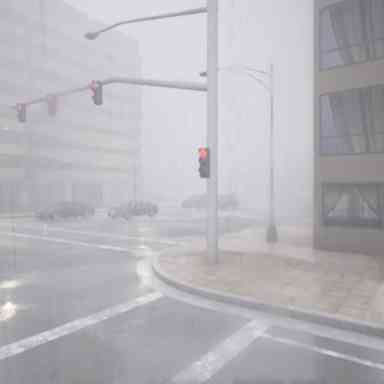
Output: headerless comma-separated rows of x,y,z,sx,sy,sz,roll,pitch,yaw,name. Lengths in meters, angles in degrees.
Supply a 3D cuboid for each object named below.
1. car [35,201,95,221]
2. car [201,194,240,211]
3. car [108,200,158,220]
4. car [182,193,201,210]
-10.141,1.490,26.831,1.837,1.490,4.892,0,1,35,car
3.873,1.212,40.735,2.150,2.045,5.566,0,0,35,car
-4.920,1.481,28.195,2.128,1.511,4.902,0,0,35,car
0.976,1.210,42.700,2.150,2.045,5.566,0,0,35,car
